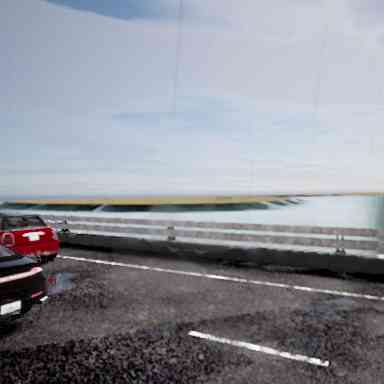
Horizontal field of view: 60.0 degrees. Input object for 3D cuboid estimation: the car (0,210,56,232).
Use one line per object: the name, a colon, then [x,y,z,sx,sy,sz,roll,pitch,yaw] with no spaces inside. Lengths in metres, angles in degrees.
car: [-6.719,1.453,11.313,4.553,1.767,2.097,0,0,29]

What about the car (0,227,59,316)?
car: [-4.857,1.552,6.240,4.902,1.511,2.128,0,0,29]
